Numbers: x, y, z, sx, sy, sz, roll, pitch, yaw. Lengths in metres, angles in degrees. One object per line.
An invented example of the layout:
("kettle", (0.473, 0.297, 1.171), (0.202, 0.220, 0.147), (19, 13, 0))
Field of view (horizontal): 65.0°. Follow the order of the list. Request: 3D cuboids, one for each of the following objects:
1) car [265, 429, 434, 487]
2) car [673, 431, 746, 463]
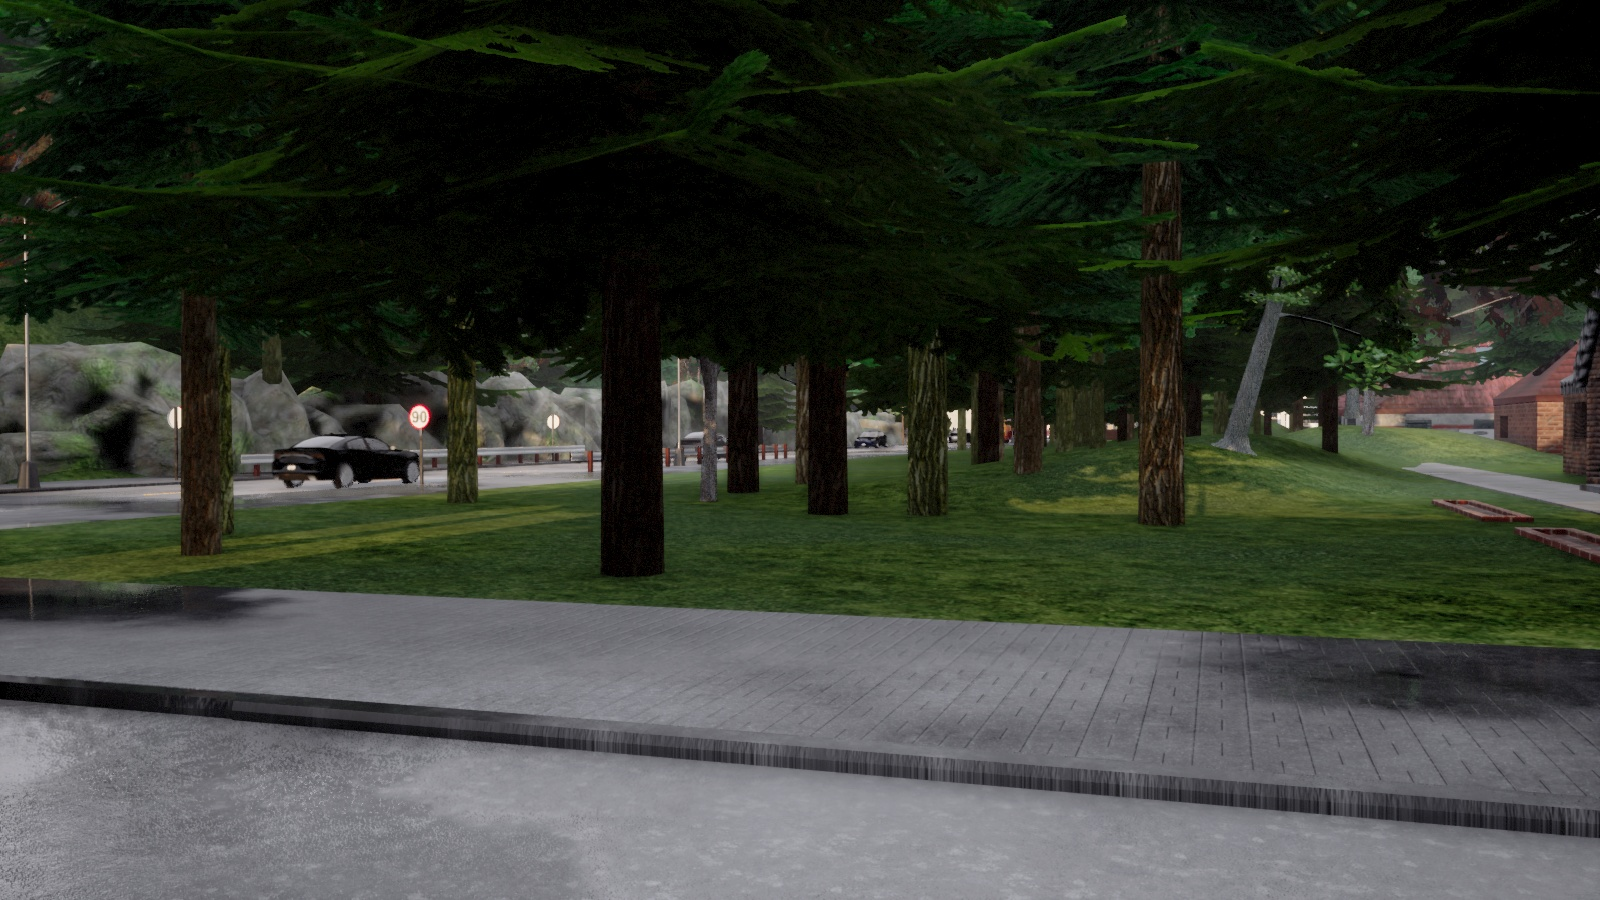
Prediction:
("car", (-12.838, 0.177, 36.157), (1.882, 1.535, 5.008), (1, 1, 18))
("car", (-4.404, -0.173, 61.704), (1.837, 1.490, 4.892), (1, 1, 18))
